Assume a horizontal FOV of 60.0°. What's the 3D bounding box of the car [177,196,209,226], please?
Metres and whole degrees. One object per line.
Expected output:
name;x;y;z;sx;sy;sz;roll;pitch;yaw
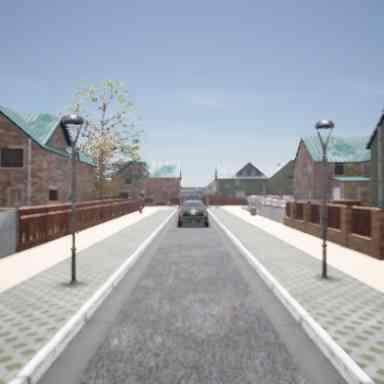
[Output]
car;0.086;1.384;23.687;2.097;1.767;4.553;0;0;0

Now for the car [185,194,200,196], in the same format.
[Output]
car;0.067;1.268;37.458;2.150;2.045;5.566;0;0;-1
